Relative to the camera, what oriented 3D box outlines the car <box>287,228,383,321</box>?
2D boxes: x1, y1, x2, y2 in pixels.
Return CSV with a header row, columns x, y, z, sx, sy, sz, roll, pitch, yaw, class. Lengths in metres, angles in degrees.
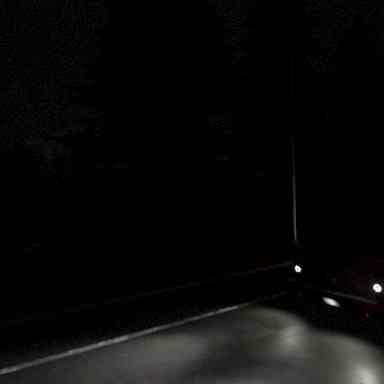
x,y,z,sx,sy,sz,roll,pitch,yaw,class
4.125,1.456,6.692,4.718,1.301,1.895,-1,1,-33,car
